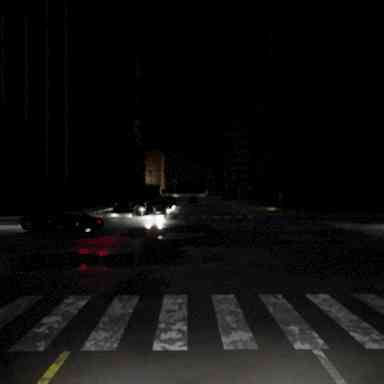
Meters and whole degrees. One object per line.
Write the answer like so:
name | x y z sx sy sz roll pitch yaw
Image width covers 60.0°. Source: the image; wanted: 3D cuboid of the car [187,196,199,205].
car | 0.142 1.385 56.887 2.033 1.411 5.357 0 0 0

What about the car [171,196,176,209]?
car | -3.553 1.442 42.778 1.994 1.385 4.181 0 0 0

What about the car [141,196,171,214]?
car | -3.558 1.395 33.858 2.128 1.511 4.902 0 0 -1

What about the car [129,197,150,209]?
car | -7.052 1.418 45.421 2.033 1.411 5.357 0 0 0

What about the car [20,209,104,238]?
car | -6.799 1.515 17.105 4.718 1.301 1.895 0 0 35

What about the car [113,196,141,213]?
car | -7.057 1.250 35.948 2.097 1.767 4.553 0 0 0

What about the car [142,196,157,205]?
car | -7.002 1.443 55.681 1.895 1.301 4.718 0 0 1
